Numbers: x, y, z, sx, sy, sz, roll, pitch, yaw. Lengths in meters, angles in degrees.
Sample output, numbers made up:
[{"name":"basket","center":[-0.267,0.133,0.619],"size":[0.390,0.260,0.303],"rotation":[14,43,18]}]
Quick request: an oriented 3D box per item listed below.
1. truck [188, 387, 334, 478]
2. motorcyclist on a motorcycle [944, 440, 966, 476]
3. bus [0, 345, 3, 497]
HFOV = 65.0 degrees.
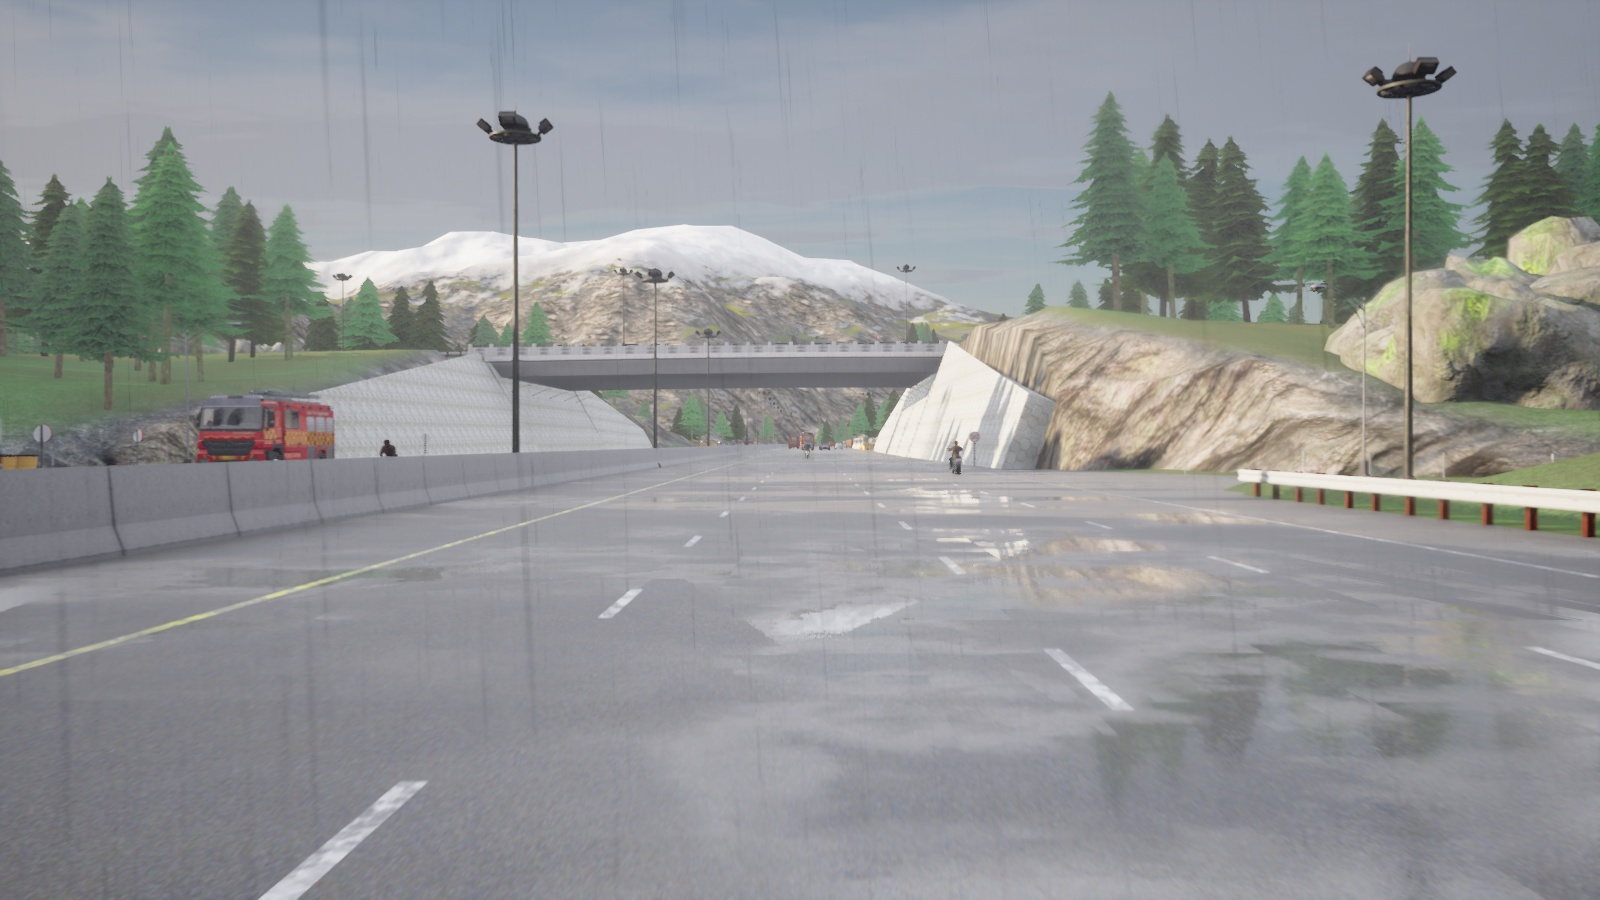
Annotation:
[{"name":"truck","center":[-24.161,-0.756,56.862],"size":[2.891,3.827,8.468],"rotation":[0,0,0]},{"name":"motorcyclist on a motorcycle","center":[7.354,0.369,59.526],"size":[0.766,1.649,2.350],"rotation":[0,0,0]},{"name":"bus","center":[-24.313,-0.818,30.032],"size":[3.944,4.253,10.273],"rotation":[0,0,0]}]
